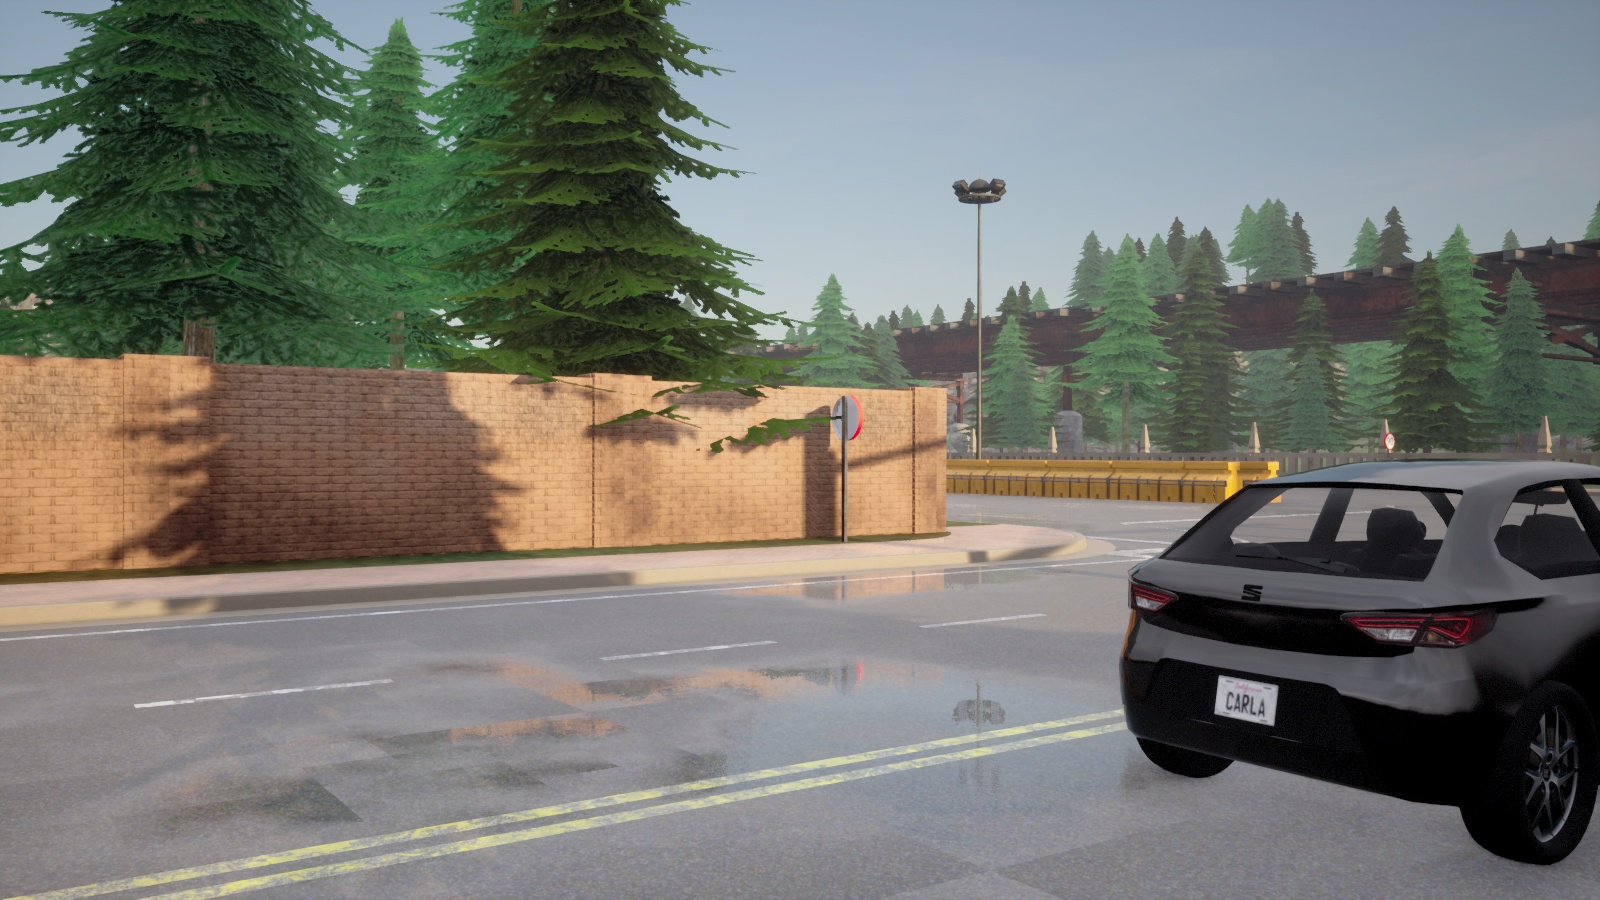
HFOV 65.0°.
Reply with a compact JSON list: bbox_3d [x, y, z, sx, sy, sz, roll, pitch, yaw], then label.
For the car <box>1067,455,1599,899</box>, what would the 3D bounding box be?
[{"bbox_3d":[3.427,0.766,6.046,4.193,1.474,1.816,0,0,-35],"label":"car"}]
